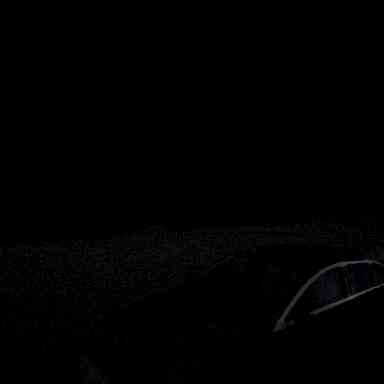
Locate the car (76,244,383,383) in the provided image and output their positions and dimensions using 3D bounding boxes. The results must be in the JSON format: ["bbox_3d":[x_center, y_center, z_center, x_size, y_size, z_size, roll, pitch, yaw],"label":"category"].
[{"bbox_3d":[1.120,1.491,4.174,4.902,1.511,2.128,0,0,-35],"label":"car"}]
